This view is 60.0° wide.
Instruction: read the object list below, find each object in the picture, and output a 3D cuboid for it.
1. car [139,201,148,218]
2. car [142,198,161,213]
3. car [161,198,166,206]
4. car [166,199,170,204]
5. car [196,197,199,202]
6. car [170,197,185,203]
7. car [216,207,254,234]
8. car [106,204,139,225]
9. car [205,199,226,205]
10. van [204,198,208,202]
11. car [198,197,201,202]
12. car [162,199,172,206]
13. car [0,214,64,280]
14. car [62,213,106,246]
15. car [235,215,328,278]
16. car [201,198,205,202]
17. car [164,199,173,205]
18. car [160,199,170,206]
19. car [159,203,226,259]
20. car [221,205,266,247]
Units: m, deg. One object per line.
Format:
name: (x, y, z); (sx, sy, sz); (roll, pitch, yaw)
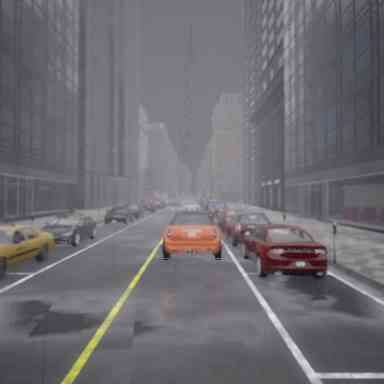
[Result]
car: (-5.862, 1.910, 32.905); (1.887, 1.381, 4.507); (1, -1, 0)
car: (-5.863, 1.807, 44.156); (2.192, 1.841, 5.009); (1, -1, 0)
car: (-5.869, 2.165, 55.401); (1.887, 1.381, 4.507); (1, -1, 0)
car: (-5.869, 2.000, 61.029); (2.192, 1.841, 5.009); (1, -1, 0)
car: (2.653, 2.130, 72.271); (2.192, 1.841, 5.009); (1, -1, 0)
car: (-3.041, 2.088, 65.402); (2.097, 1.767, 4.553); (0, -1, 0)
car: (2.668, 1.785, 21.653); (1.887, 1.381, 4.507); (1, -1, 0)
car: (-5.860, 1.868, 27.281); (1.947, 1.339, 4.313); (1, -1, 0)
car: (2.665, 1.806, 32.902); (1.967, 1.590, 4.097); (1, -1, 0)
van: (2.664, 1.770, 38.527); (1.690, 1.788, 3.998); (1, -1, 0)
car: (2.656, 2.125, 61.021); (1.967, 1.590, 4.097); (1, -1, 0)
car: (-5.877, 2.424, 77.899); (1.887, 1.381, 4.507); (1, -1, 0)
car: (-5.853, 1.639, 10.239); (1.752, 1.417, 4.829); (1, -1, 0)
car: (-5.856, 1.729, 16.033); (2.008, 1.369, 4.403); (1, -1, 0)
car: (2.672, 1.661, 10.405); (1.887, 1.381, 4.507); (1, -1, 0)
car: (2.662, 1.807, 44.151); (2.192, 1.841, 5.009); (1, -1, 0)
car: (-5.879, 2.467, 83.353); (1.752, 1.417, 4.829); (1, -1, 0)
car: (-5.875, 2.338, 72.105); (1.752, 1.417, 4.829); (1, -1, 0)
car: (0.017, 1.501, 13.427); (2.097, 1.767, 4.553); (0, -1, 0)
car: (2.671, 1.618, 16.030); (1.967, 1.590, 4.097); (1, -1, 0)
